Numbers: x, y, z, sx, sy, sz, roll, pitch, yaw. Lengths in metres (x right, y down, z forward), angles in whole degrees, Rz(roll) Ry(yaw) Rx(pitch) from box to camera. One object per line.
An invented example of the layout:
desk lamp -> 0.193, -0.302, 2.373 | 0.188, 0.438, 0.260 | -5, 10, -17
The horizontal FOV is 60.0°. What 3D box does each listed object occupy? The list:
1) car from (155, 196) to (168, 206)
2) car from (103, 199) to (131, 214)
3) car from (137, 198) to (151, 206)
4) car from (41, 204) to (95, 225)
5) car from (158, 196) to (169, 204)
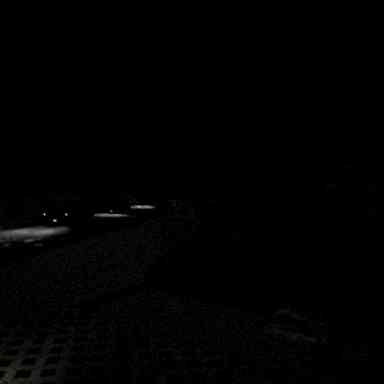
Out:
car -> -4.966, 1.561, 54.583 | 1.994, 1.385, 4.181 | 0, 0, -2
car -> -7.825, 1.480, 35.246 | 2.033, 1.411, 5.357 | 0, 0, 2
car -> -7.806, 1.578, 54.808 | 1.895, 1.301, 4.718 | 0, 0, -2
car -> -8.516, 1.506, 23.269 | 1.895, 1.301, 4.718 | 1, 0, 4
car -> -5.862, 1.575, 68.397 | 2.033, 1.411, 5.357 | 0, 0, -5
